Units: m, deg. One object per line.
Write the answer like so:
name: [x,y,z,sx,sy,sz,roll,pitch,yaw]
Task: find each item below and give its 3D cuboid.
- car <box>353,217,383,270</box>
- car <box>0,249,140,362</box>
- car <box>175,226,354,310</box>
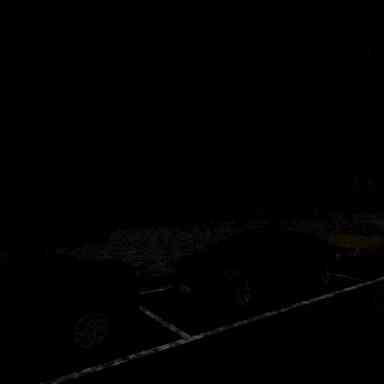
car: [6.094,1.527,11.021,4.829,1.417,1.752,0,0,-36]
car: [-2.932,1.545,4.555,4.507,1.381,1.887,0,0,-36]
car: [1.650,1.566,7.837,4.313,1.339,1.947,0,0,-36]
